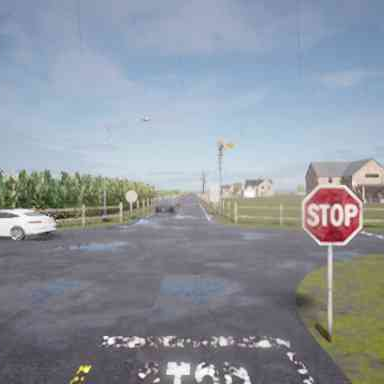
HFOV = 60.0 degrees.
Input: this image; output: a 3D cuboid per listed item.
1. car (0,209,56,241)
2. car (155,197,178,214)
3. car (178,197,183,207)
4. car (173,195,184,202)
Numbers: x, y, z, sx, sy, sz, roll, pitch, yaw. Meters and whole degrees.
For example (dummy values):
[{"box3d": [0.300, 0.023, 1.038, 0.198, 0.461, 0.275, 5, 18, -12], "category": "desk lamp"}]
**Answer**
[{"box3d": [-9.098, 1.590, 16.582, 4.674, 1.442, 1.812, -1, -1, 15], "category": "car"}, {"box3d": [-2.786, 1.486, 35.219, 1.882, 1.535, 5.008, 0, 0, 0], "category": "car"}, {"box3d": [-2.750, 1.547, 50.380, 1.812, 1.442, 4.674, 0, 0, 0], "category": "car"}, {"box3d": [-2.638, 1.206, 66.065, 1.994, 1.385, 4.181, 0, 0, 0], "category": "car"}]
